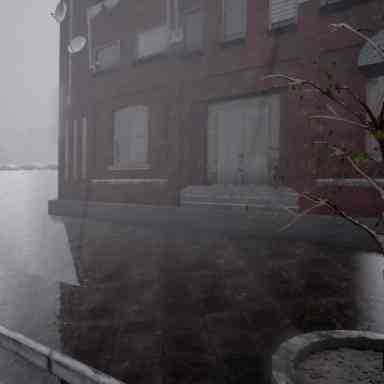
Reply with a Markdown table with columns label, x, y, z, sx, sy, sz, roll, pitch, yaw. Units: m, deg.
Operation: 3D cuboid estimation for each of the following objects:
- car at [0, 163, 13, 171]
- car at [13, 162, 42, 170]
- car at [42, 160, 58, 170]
| label | x | y | z | sx | sy | sz | roll | pitch | yaw |
| --- | --- | --- | --- | --- | --- | --- | --- | --- | --- |
| car | -26.607 | -3.418 | 48.322 | 4.674 | 1.452 | 2.002 | 1 | 1 | 28 |
| car | -21.775 | -3.357 | 45.864 | 4.892 | 1.521 | 2.231 | 1 | 1 | 27 |
| car | -16.694 | -3.362 | 43.421 | 4.553 | 1.767 | 2.185 | 1 | 1 | 26 |
